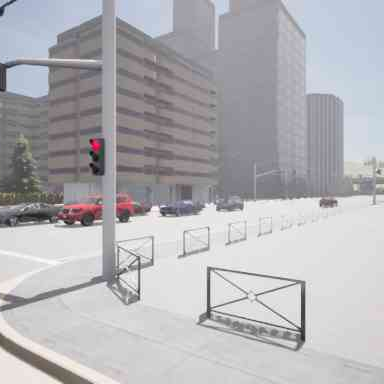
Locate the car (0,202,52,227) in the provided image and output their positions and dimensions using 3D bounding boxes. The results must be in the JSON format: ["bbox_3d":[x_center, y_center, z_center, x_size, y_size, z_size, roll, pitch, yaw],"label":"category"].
[{"bbox_3d":[-11.244,1.491,22.951,2.128,1.511,4.902,0,0,35],"label":"car"}]

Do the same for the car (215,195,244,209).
[{"bbox_3d":[5.356,1.352,46.961,2.097,1.767,4.553,0,0,35],"label":"car"}]

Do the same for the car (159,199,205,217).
[{"bbox_3d":[-1.036,1.601,31.593,1.895,1.301,4.718,0,0,35],"label":"car"}]

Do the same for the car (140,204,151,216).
[{"bbox_3d":[-5.984,1.601,30.582,1.895,1.301,4.718,0,0,35],"label":"car"}]

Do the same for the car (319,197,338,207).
[{"bbox_3d":[20.846,1.478,50.674,1.882,1.535,5.008,0,0,35],"label":"car"}]

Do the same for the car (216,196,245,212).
[{"bbox_3d":[4.650,1.526,39.814,1.812,1.442,4.674,0,0,35],"label":"car"}]

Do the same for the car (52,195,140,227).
[{"bbox_3d":[-6.582,1.221,23.549,2.150,2.045,5.566,0,0,35],"label":"car"}]
